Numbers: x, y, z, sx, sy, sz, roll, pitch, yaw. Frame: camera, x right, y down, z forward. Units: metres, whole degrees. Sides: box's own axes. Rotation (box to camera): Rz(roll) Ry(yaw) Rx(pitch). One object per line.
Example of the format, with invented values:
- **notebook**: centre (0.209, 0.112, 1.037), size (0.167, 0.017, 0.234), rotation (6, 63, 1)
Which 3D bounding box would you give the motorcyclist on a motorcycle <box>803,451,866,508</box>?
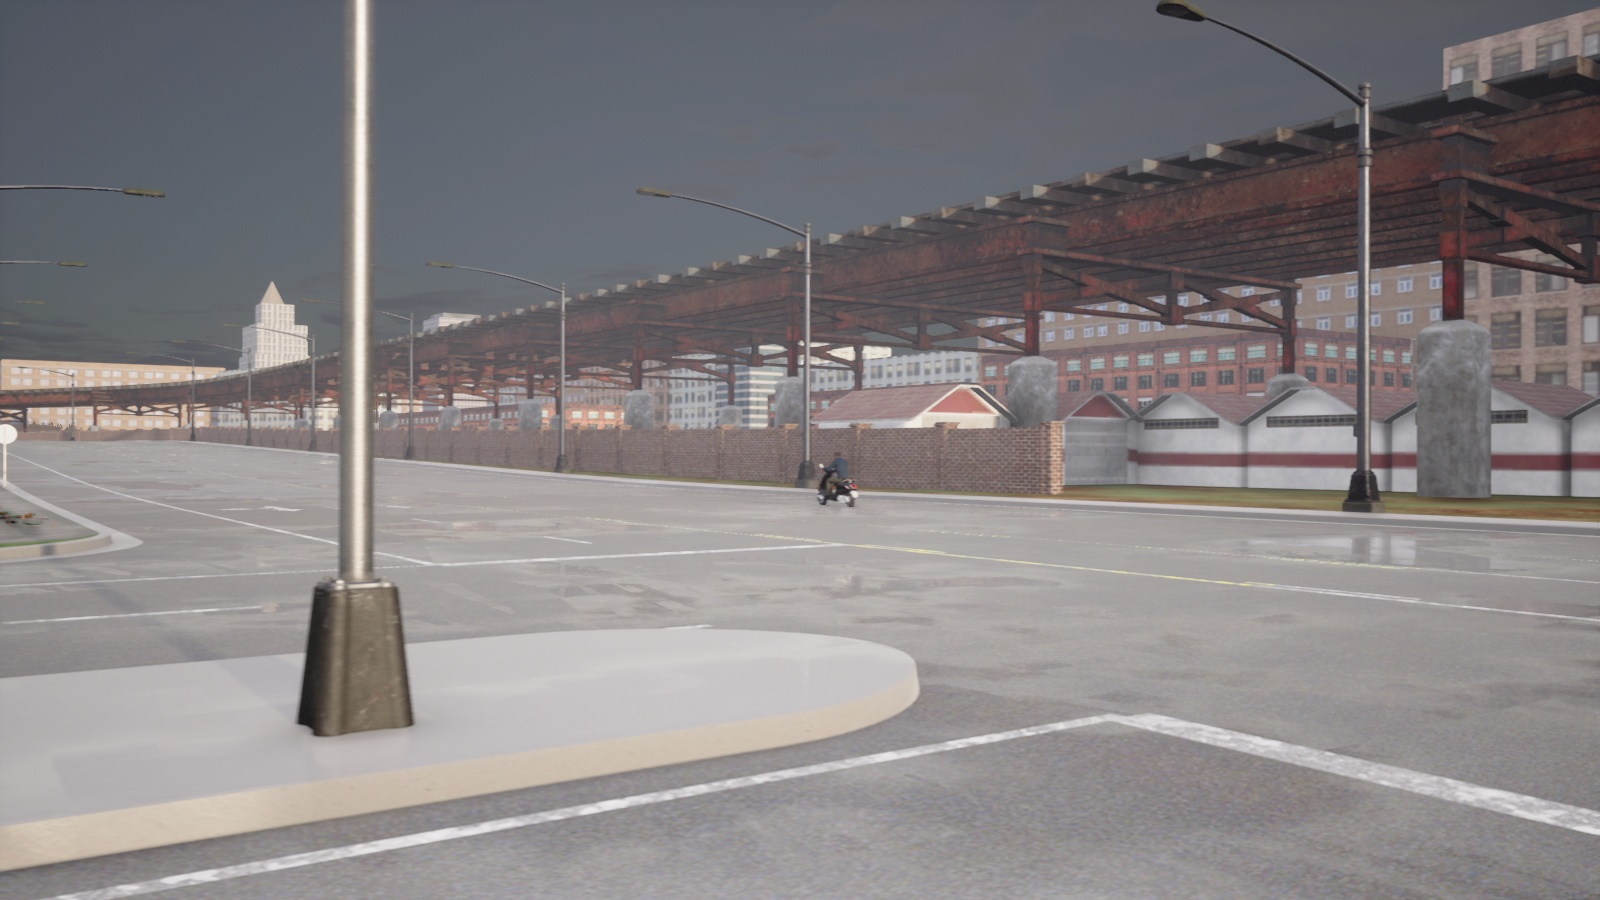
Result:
- **motorcyclist on a motorcycle**: centre (0.969, 0.819, 35.664), size (0.866, 1.590, 1.817), rotation (0, 0, -35)
